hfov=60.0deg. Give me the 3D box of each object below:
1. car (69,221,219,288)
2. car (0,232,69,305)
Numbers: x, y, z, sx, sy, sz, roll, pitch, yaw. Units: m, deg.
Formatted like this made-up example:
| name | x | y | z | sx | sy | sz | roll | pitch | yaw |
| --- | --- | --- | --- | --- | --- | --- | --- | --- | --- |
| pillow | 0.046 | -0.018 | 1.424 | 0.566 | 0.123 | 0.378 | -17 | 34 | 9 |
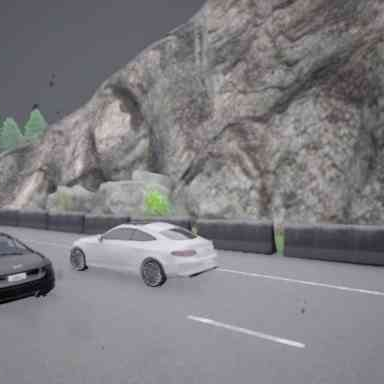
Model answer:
| name | x | y | z | sx | sy | sz | roll | pitch | yaw |
| --- | --- | --- | --- | --- | --- | --- | --- | --- | --- |
| car | -1.478 | 1.557 | 9.318 | 4.674 | 1.442 | 1.812 | 0 | 0 | 35 |
| car | -4.969 | 1.605 | 7.499 | 4.181 | 1.385 | 1.994 | 0 | 0 | 35 |
